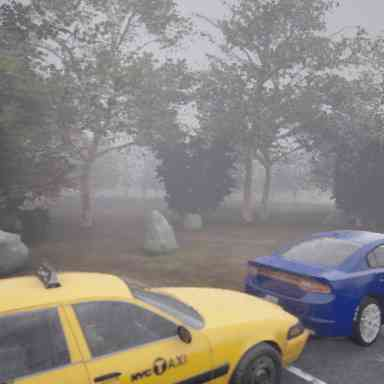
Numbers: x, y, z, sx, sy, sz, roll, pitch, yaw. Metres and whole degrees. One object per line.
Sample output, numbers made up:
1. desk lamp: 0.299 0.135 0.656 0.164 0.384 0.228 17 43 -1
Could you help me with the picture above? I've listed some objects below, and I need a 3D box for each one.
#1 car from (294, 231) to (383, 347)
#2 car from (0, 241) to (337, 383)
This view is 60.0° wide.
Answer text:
1. car: 3.275 1.492 6.397 5.008 1.535 2.097 0 0 -33
2. car: -1.099 1.479 3.265 5.366 1.575 1.946 0 0 -33
